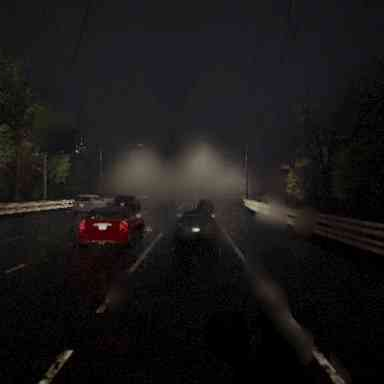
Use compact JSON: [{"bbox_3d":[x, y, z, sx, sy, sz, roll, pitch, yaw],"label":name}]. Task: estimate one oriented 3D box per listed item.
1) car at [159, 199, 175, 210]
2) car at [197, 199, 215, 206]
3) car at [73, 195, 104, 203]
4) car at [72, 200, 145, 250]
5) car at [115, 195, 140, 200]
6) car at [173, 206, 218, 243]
[{"bbox_3d":[-3.387,1.692,45.746,1.994,1.385,4.181,0,0,0],"label":"car"},{"bbox_3d":[1.683,1.620,40.906,1.837,1.490,4.892,-1,0,6],"label":"car"},{"bbox_3d":[-10.390,1.319,34.051,2.150,2.045,5.566,0,0,0],"label":"car"},{"bbox_3d":[-3.397,1.393,14.764,2.097,1.767,4.553,0,0,0],"label":"car"},{"bbox_3d":[-6.890,1.322,35.454,2.150,2.045,5.566,0,0,0],"label":"car"},{"bbox_3d":[0.225,1.610,16.459,1.994,1.385,4.181,0,0,1],"label":"car"}]
